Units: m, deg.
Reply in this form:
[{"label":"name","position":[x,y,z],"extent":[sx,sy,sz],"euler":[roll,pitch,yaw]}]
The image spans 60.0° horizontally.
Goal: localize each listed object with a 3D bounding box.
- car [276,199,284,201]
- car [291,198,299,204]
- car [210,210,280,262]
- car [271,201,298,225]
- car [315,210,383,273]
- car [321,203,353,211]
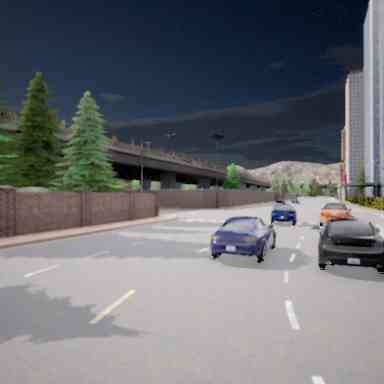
[{"label":"car","position":[21.784,2.392,82.183],"extent":[1.895,1.301,4.718],"euler":[0,-1,21]},{"label":"car","position":[25.052,2.285,80.932],"extent":[1.837,1.490,4.892],"euler":[0,-1,21]},{"label":"car","position":[2.062,1.650,12.751],"extent":[1.812,1.442,4.674],"euler":[0,0,21]},{"label":"car","position":[7.437,1.740,27.015],"extent":[1.882,1.535,5.008],"euler":[0,0,17]},{"label":"car","position":[5.226,1.618,11.246],"extent":[1.837,1.490,4.892],"euler":[0,0,21]},{"label":"car","position":[10.777,1.593,24.814],"extent":[2.097,1.767,4.553],"euler":[0,-1,27]}]
